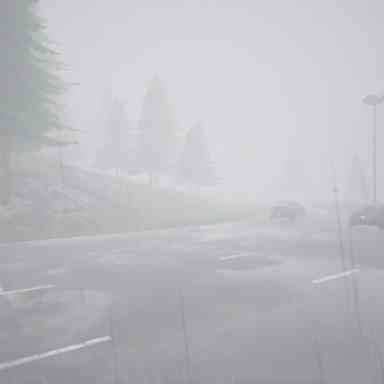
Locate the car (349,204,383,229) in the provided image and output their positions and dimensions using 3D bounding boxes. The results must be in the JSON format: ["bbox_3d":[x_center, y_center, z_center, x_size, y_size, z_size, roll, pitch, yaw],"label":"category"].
[{"bbox_3d":[11.653,1.442,20.660,4.181,1.385,1.994,0,0,-36],"label":"car"}]

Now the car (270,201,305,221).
[{"bbox_3d":[7.573,1.404,26.231,1.812,1.442,4.674,0,0,32],"label":"car"}]
